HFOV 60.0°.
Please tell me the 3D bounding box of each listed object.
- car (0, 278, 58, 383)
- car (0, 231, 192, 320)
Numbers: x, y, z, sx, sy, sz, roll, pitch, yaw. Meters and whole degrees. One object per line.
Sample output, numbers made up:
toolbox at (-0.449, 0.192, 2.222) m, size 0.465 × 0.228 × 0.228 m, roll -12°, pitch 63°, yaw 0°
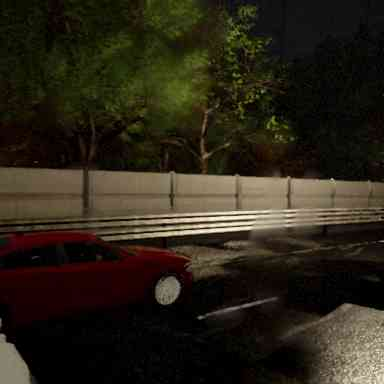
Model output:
car at (-3.178, 1.601, 1.434) m, size 4.718 × 1.301 × 1.895 m, roll 0°, pitch 0°, yaw -35°
car at (-2.316, 1.480, 6.246) m, size 5.008 × 1.535 × 1.882 m, roll 0°, pitch 0°, yaw -34°
